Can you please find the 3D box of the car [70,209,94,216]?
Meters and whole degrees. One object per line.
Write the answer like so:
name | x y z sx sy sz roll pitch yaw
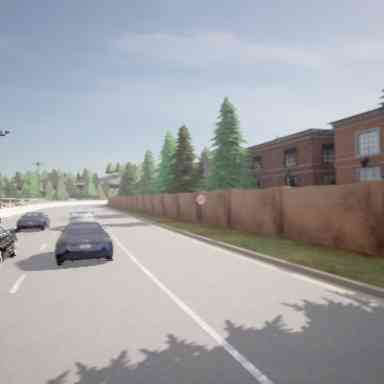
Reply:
car | -9.053 2.121 27.431 1.812 1.442 4.674 -1 -1 -18

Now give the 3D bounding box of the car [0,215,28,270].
car | -7.448 1.843 11.696 2.128 1.511 4.902 -1 -1 -19

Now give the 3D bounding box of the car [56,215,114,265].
car | -4.238 1.848 13.140 1.994 1.385 4.181 -1 -1 -19

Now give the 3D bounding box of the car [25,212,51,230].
car | -12.219 2.226 25.852 1.994 1.385 4.181 -1 -1 -18
